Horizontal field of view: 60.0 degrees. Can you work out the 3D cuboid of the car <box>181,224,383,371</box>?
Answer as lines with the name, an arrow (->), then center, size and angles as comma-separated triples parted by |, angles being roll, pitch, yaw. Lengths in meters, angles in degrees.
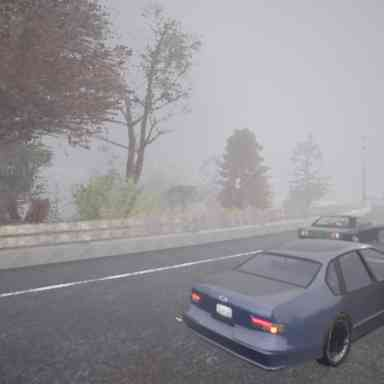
car -> 2.380, 1.556, 5.791 | 5.357, 1.411, 2.033 | 0, 0, -38

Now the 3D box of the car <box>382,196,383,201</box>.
car -> 41.943, 1.393, 71.281 | 2.128, 1.511, 4.902 | 0, 0, 8

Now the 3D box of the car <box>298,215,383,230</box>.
car -> 6.463, 1.617, 13.977 | 4.718, 1.301, 1.895 | 0, 0, -42

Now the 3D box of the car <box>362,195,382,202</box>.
car -> 38.509, 1.379, 71.954 | 1.837, 1.490, 4.892 | 0, 0, 8
